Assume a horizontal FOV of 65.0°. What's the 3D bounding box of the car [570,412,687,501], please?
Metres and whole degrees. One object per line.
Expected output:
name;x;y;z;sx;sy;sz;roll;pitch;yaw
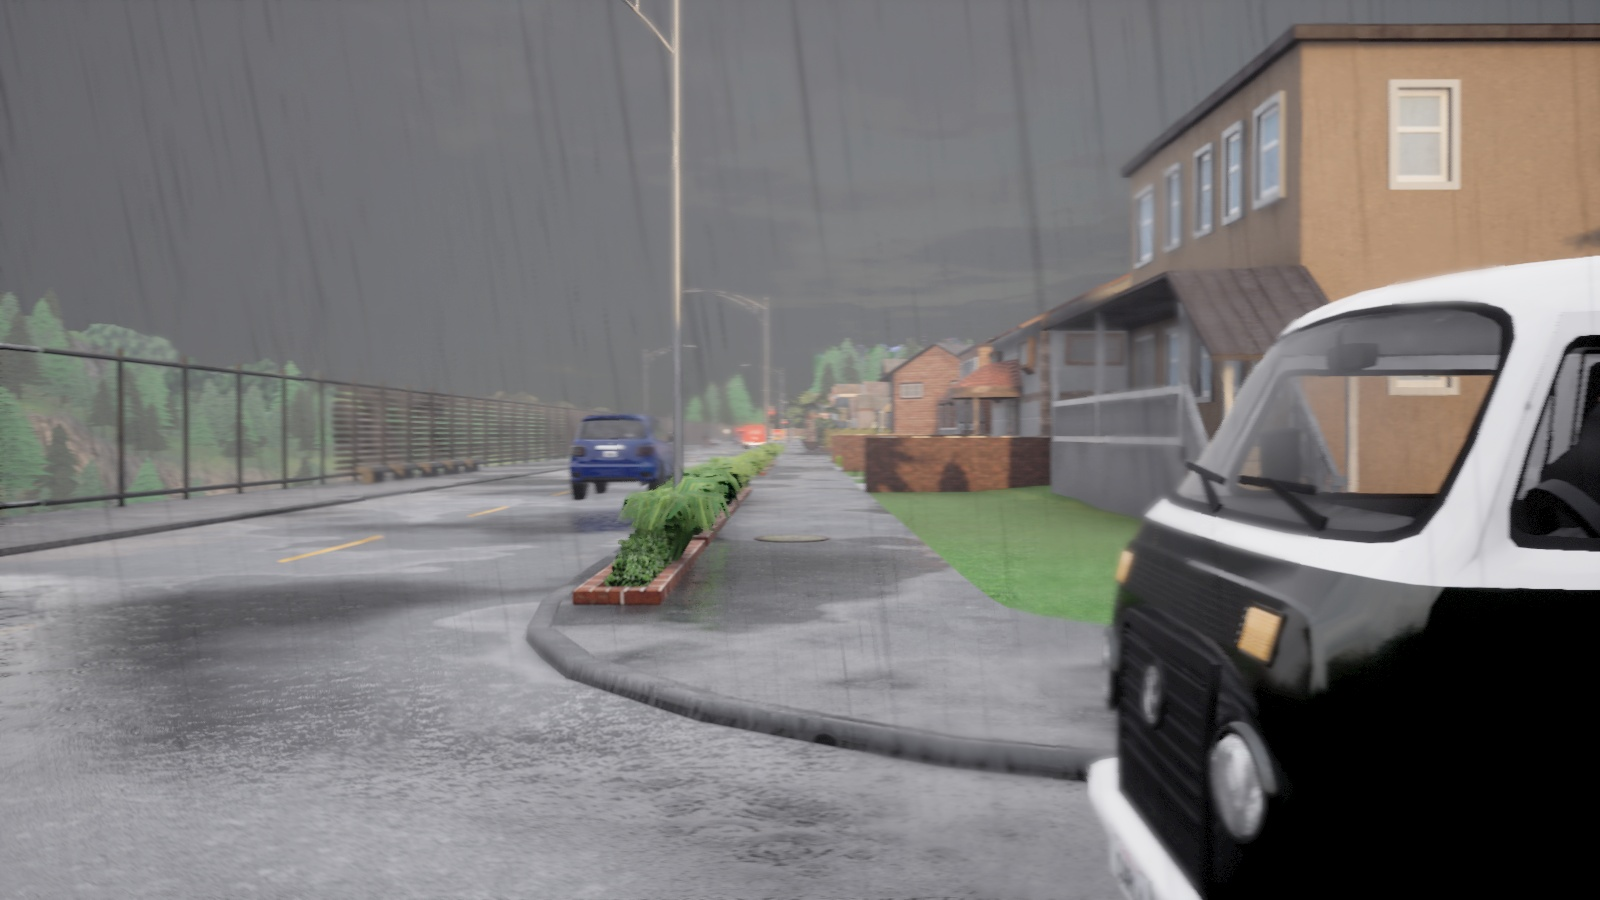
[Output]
car;-4.231;0.111;31.893;2.150;2.045;5.566;0;1;0

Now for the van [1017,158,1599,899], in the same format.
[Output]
van;2.927;0.525;3.060;4.480;2.038;2.069;0;1;2
